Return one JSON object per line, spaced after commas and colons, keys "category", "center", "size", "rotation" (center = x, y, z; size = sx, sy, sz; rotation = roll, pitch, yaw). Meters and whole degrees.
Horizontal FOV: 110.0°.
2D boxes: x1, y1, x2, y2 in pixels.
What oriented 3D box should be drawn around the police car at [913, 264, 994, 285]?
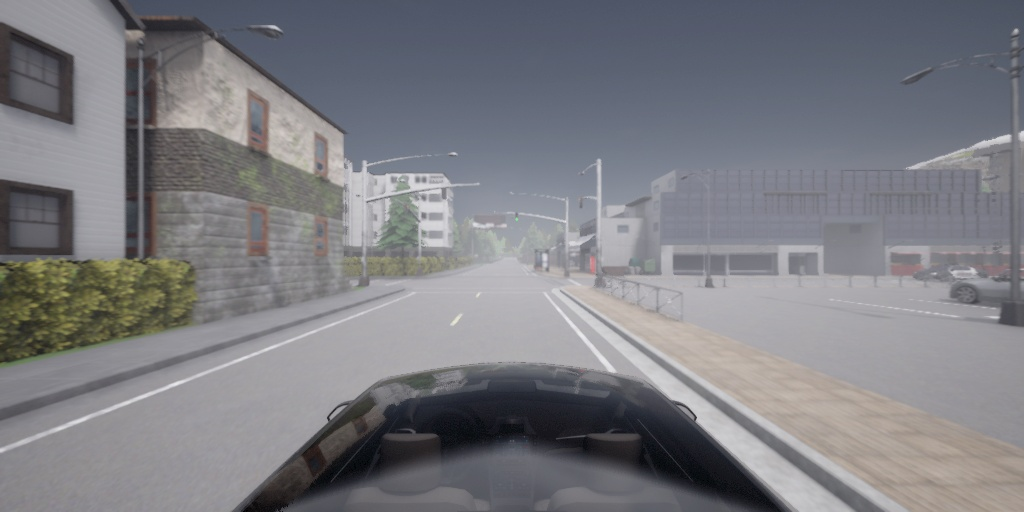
{"category": "police car", "center": [37.906, 1.459, 31.220], "size": [4.974, 1.542, 2.038], "rotation": [0, 0, 0]}
